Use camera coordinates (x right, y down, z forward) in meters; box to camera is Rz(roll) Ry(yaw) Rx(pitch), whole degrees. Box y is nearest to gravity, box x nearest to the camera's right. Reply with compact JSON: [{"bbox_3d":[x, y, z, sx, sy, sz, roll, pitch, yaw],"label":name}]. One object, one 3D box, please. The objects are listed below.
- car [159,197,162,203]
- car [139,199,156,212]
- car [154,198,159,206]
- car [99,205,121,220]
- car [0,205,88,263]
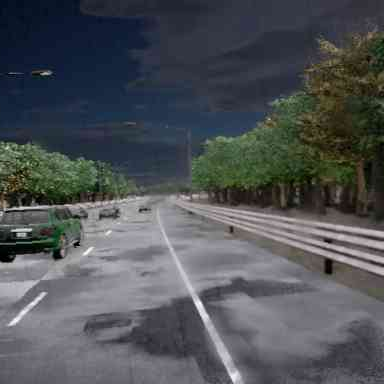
[{"bbox_3d":[-10.304,2.598,94.664,1.837,1.490,4.892,-2,0,-3],"label":"car"},{"bbox_3d":[-6.805,2.211,49.169,2.033,1.411,5.357,-2,0,-6],"label":"car"},{"bbox_3d":[-9.049,2.288,74.866,2.097,1.767,4.553,-2,0,-4],"label":"car"},{"bbox_3d":[-8.808,2.128,35.913,2.128,1.511,4.902,-2,0,-6],"label":"car"},{"bbox_3d":[-6.088,1.565,13.875,2.150,2.045,5.566,-2,0,-8],"label":"car"}]
